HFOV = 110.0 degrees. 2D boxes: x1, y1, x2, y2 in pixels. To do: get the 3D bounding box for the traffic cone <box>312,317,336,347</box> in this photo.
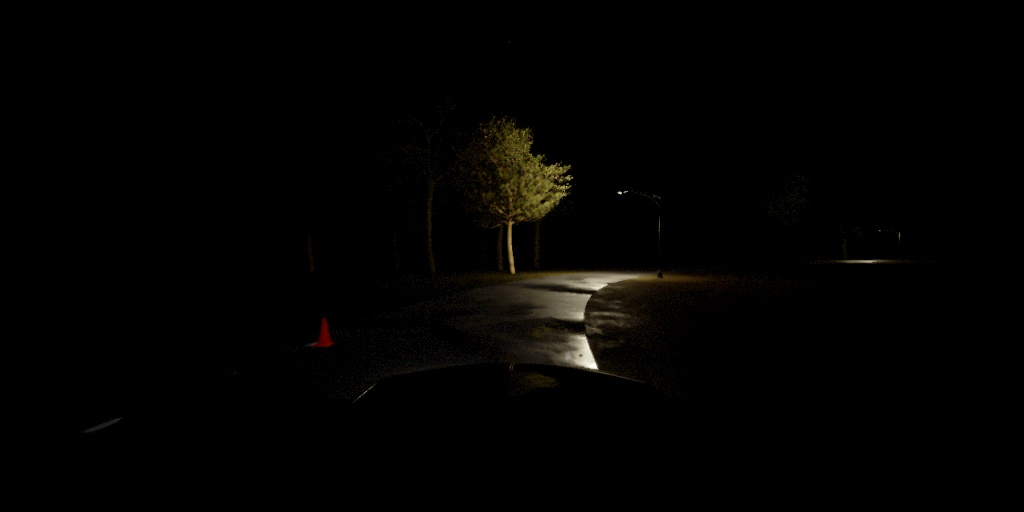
[{"bbox_3d":[-4.079,1.630,7.786,0.340,0.580,0.340,0,0,7],"label":"traffic cone"}]
